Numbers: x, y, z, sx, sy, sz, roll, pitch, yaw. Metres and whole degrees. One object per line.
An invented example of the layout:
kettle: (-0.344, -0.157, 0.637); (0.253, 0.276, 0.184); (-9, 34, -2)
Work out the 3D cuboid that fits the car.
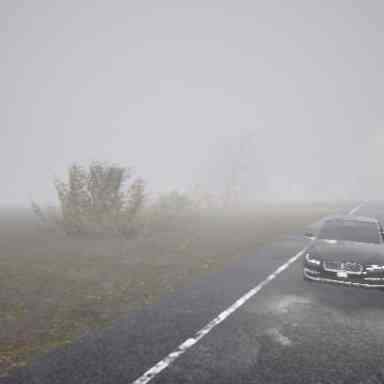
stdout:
car: (4.348, 1.467, 9.097); (1.837, 1.490, 4.892); (0, 1, 29)
